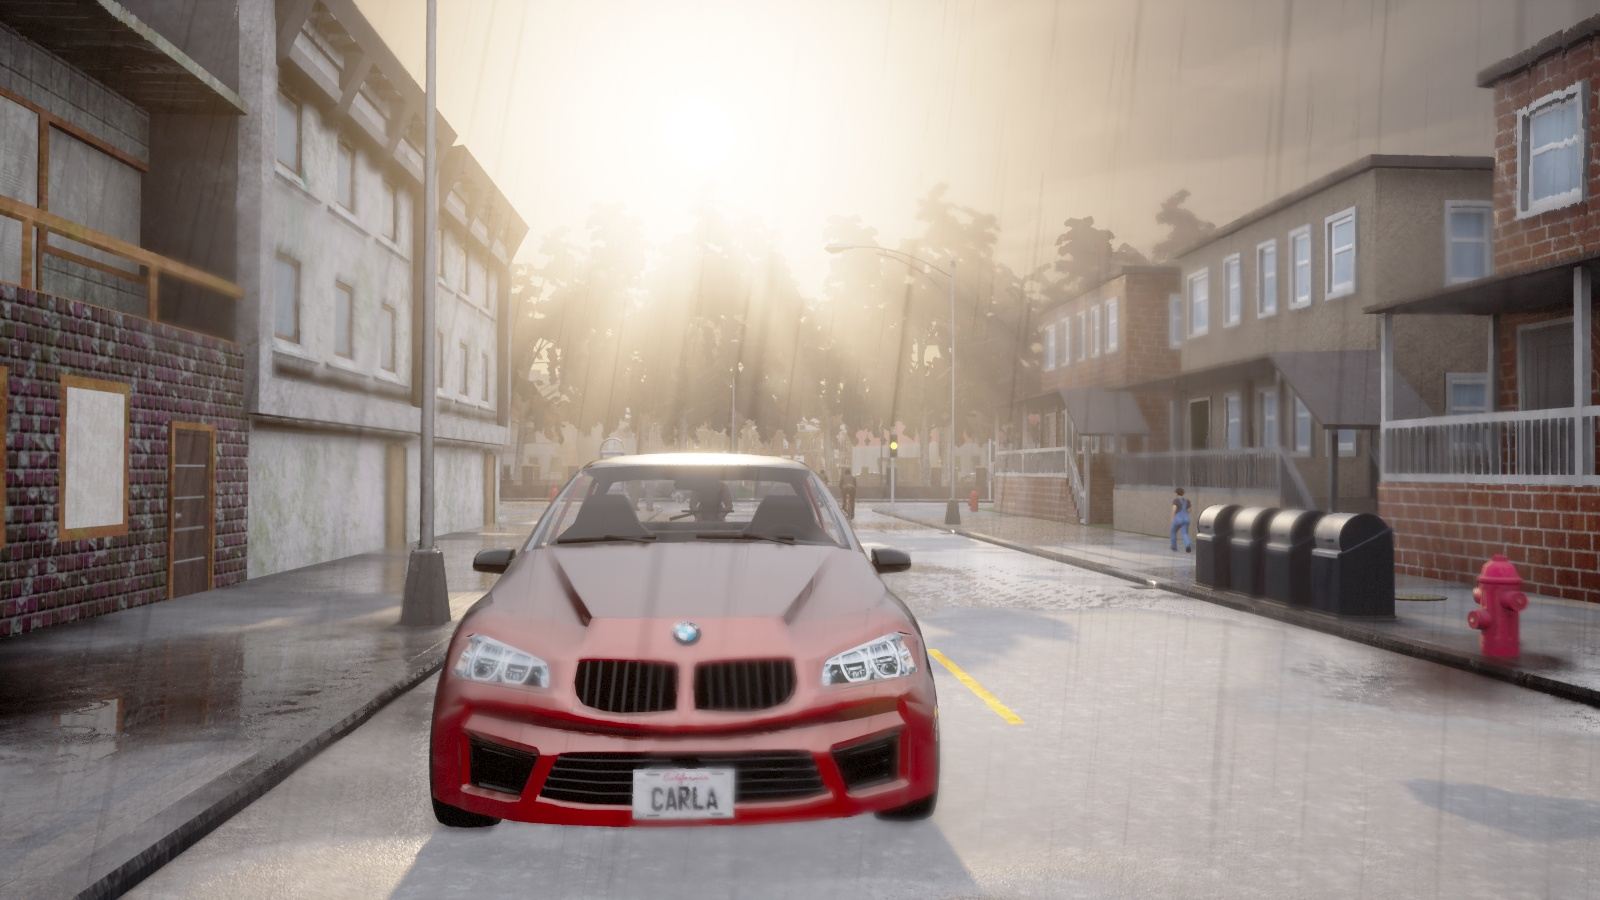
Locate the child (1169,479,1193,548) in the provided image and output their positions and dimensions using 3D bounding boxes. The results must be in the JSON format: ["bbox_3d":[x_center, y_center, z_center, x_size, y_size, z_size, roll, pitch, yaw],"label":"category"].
[{"bbox_3d":[7.056,1.165,23.242,0.270,1.263,0.437,0,-1,-4],"label":"child"}]

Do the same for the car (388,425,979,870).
[{"bbox_3d":[-0.578,0.780,7.099,2.242,1.667,4.611,0,-1,-4],"label":"car"}]
